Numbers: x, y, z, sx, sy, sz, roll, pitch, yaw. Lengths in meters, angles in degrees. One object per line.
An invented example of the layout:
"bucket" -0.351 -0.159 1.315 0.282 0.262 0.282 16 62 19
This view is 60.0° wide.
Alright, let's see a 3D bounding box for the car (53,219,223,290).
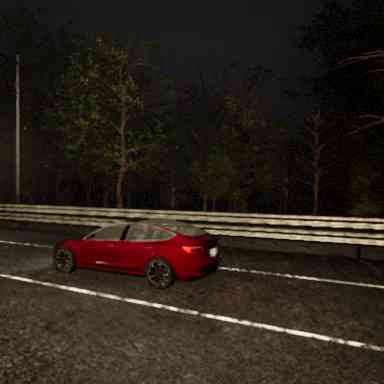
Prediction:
"car" -1.560 1.456 8.960 4.792 1.488 2.163 0 0 28
